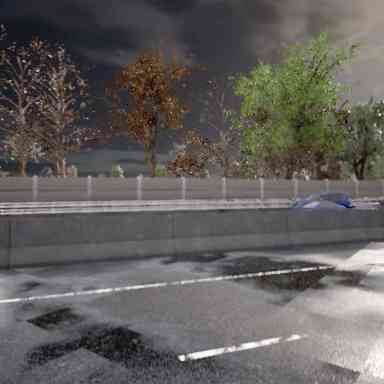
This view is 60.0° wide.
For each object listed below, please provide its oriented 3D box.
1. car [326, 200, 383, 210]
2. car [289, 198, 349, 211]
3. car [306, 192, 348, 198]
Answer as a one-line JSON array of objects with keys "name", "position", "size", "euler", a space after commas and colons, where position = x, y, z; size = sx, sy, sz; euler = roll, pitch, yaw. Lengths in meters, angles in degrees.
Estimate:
[{"name": "car", "position": [11.975, 1.417, 22.117], "size": [5.357, 1.411, 2.033], "euler": [0, 0, -20]}, {"name": "car", "position": [9.372, 1.397, 24.872], "size": [4.674, 1.442, 1.812], "euler": [0, 0, -21]}, {"name": "car", "position": [11.357, 1.069, 29.353], "size": [5.566, 2.045, 2.150], "euler": [0, 0, -20]}]
